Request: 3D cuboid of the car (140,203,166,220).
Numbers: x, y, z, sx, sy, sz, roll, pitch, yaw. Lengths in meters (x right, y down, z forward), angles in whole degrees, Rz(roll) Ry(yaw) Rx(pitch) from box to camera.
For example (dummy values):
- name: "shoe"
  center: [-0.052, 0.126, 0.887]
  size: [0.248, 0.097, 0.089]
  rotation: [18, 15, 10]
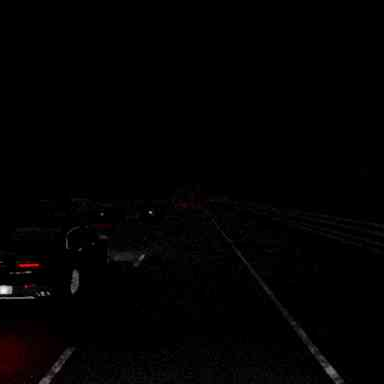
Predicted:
- name: "car"
  center: [-3.396, 1.670, 29.413]
  size: [1.994, 1.385, 4.181]
  rotation: [0, 0, 0]

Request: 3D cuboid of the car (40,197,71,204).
- name: "car"
  center: [-17.579, 1.509, 43.794]
  size: [2.097, 1.767, 4.553]
  rotation: [0, 0, 0]

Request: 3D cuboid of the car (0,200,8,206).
- name: "car"
  center: [-24.586, 1.701, 42.732]
  size: [2.033, 1.411, 5.357]
  rotation: [0, 0, 0]

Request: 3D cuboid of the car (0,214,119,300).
- name: "car"
  center: [-3.399, 1.536, 8.457]
  size: [1.837, 1.490, 4.892]
  rotation: [0, 0, 0]

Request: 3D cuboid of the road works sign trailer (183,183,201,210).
- name: "road works sign trailer"
  center: [0.004, 0.625, 44.851]
  size: [2.380, 3.560, 2.880]
  rotation: [0, 0, 0]

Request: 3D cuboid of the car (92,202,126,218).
- name: "car"
  center: [-6.897, 1.578, 28.027]
  size: [1.882, 1.535, 5.008]
  rotation: [0, 0, 0]

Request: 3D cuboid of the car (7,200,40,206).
- name: "car"
  center: [-21.085, 1.754, 42.609]
  size: [1.895, 1.301, 4.718]
  rotation: [0, 0, 0]
